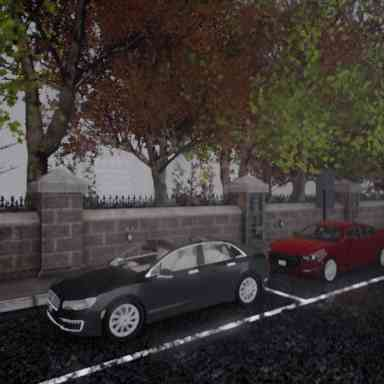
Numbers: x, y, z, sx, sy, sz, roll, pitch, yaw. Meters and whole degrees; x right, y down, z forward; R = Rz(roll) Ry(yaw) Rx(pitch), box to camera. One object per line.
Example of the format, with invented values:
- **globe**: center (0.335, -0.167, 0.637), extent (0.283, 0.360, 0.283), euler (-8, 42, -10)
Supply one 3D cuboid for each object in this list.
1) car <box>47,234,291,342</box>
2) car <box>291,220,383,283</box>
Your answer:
- **car**: center (-0.392, 1.544, 6.374), extent (4.403, 1.369, 2.008), euler (0, 0, -36)
- **car**: center (4.088, 1.526, 9.634), extent (4.507, 1.381, 1.887), euler (0, 0, -36)
